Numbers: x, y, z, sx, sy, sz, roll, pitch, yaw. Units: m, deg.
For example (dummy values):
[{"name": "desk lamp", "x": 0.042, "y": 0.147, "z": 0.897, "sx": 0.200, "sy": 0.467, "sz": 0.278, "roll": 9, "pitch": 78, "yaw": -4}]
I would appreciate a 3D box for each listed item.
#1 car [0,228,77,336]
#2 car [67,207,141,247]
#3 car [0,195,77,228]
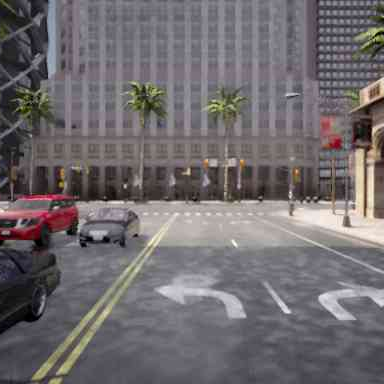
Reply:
[{"name": "car", "x": -3.578, "y": 1.535, "z": 4.522, "sx": 2.033, "sy": 1.411, "sz": 5.357, "roll": 0, "pitch": 0, "yaw": 0}, {"name": "car", "x": -3.503, "y": 1.455, "z": 14.895, "sx": 2.128, "sy": 1.511, "sz": 4.902, "roll": 0, "pitch": 0, "yaw": 0}, {"name": "car", "x": -6.996, "y": 1.182, "z": 15.337, "sx": 2.150, "sy": 2.045, "sz": 5.566, "roll": 0, "pitch": 0, "yaw": 1}]
